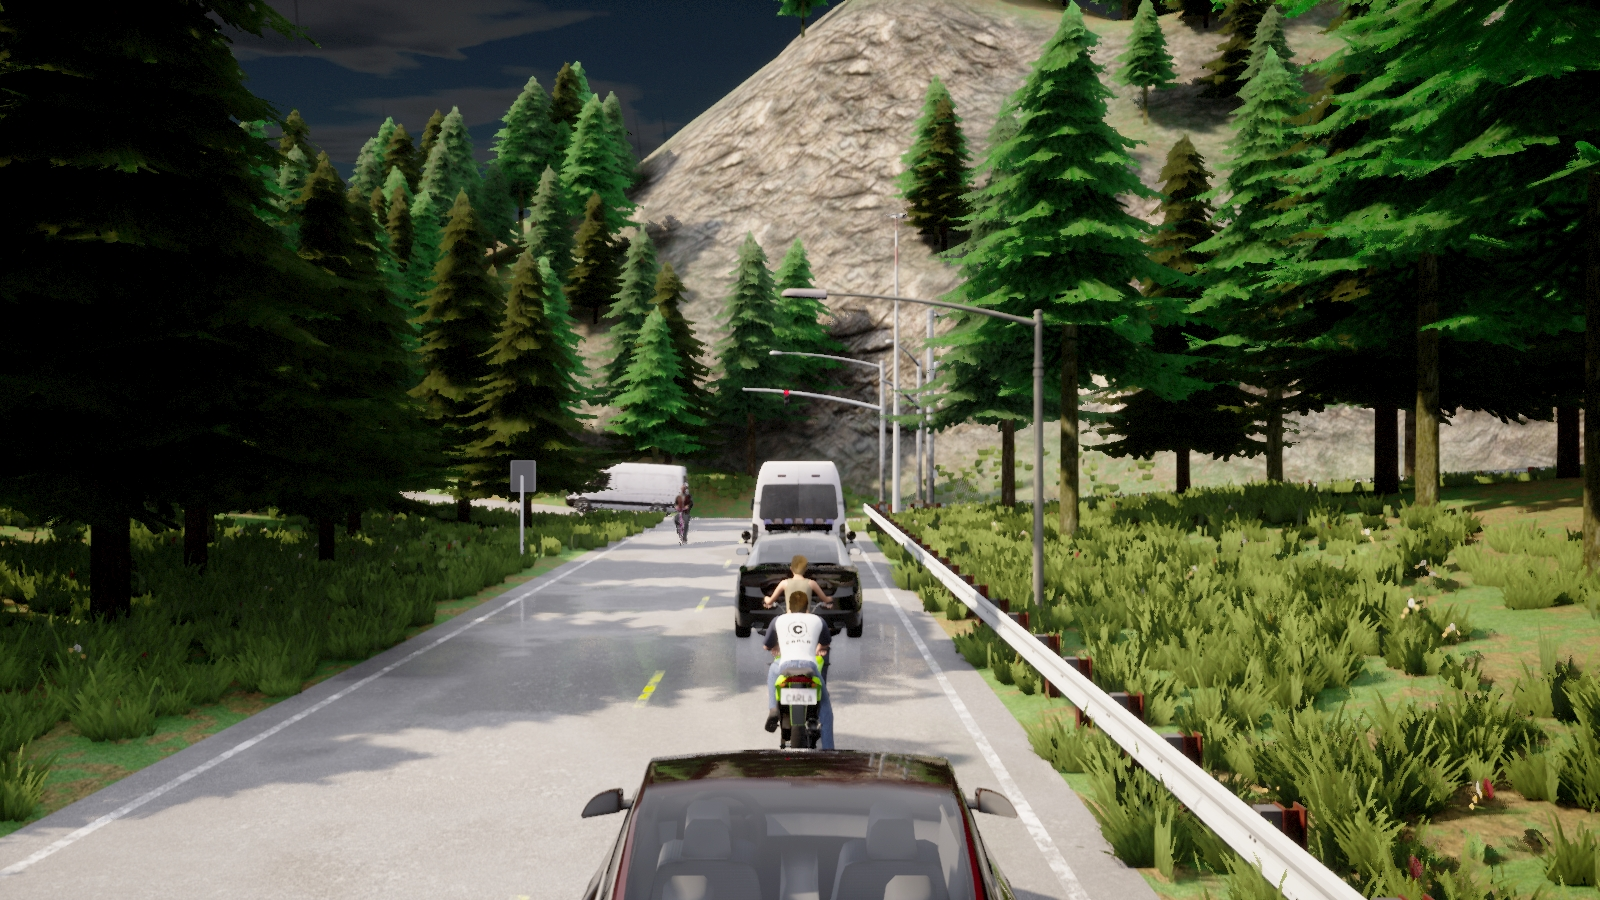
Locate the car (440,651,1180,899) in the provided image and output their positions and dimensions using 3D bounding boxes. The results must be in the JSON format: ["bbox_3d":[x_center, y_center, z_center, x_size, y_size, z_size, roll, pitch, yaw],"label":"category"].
[{"bbox_3d":[0.027,2.061,5.080,2.163,1.488,4.792,0,0,0],"label":"car"}]

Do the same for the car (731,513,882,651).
[{"bbox_3d":[0.090,1.978,18.500,2.097,1.638,5.238,0,0,0],"label":"car"}]

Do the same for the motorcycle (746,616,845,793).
[{"bbox_3d":[-0.033,2.211,10.287,0.803,1.145,2.033,0,0,0],"label":"motorcycle"}]

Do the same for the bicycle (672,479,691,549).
[{"bbox_3d":[-3.433,1.829,33.150,0.329,1.919,1.835,0,0,1],"label":"bicycle"}]

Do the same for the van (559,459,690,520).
[{"bbox_3d":[-8.575,1.912,56.120,5.915,2.561,1.988,3,0,3],"label":"van"}]

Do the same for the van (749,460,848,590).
[{"bbox_3d":[-0.039,1.529,25.918,1.988,2.561,5.915,0,0,0],"label":"van"}]
